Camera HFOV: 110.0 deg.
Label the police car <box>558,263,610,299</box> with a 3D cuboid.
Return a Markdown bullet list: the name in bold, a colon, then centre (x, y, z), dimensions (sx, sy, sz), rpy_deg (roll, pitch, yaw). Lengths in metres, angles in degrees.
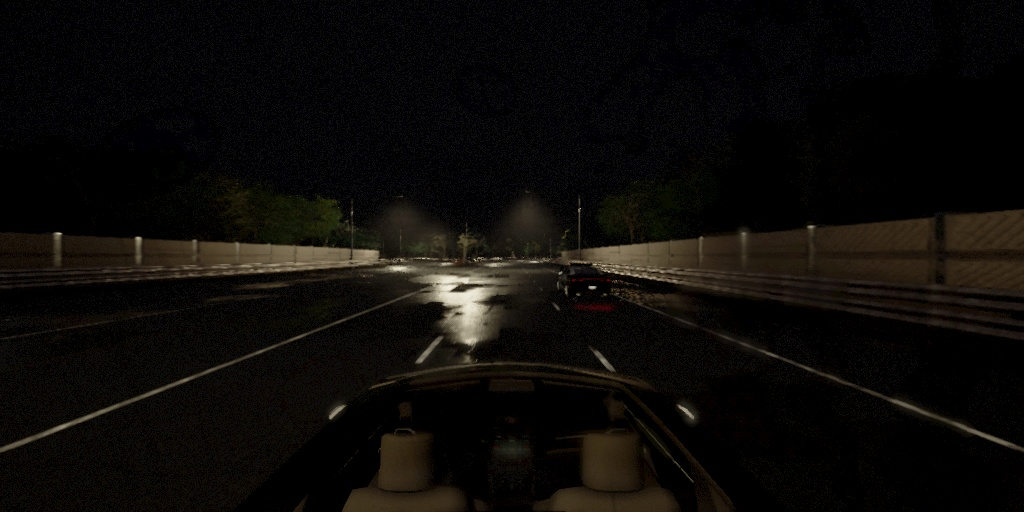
- **police car**: centre (3.497, 1.184, 18.202), dimensions (1.930, 1.638, 5.238), rpy_deg (0, 0, 0)
